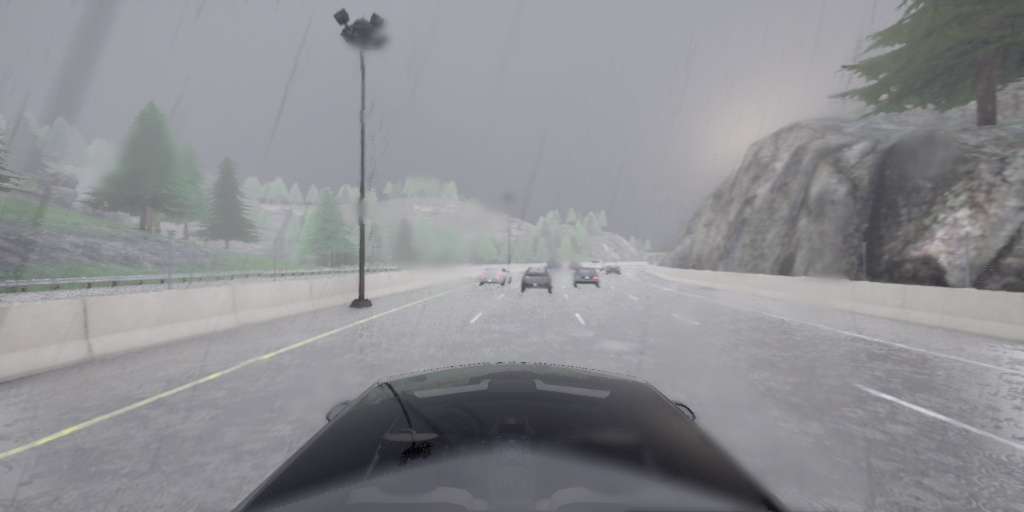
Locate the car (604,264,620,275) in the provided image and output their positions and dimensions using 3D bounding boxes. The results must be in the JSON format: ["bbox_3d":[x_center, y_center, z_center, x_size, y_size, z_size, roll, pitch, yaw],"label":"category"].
[{"bbox_3d":[14.070,1.879,49.847,1.895,1.301,4.718,0,-1,16],"label":"car"}]

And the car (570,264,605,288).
[{"bbox_3d":[5.591,1.571,27.173,2.033,1.411,5.357,0,-1,10],"label":"car"}]

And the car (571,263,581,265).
[{"bbox_3d":[11.543,1.914,63.886,1.837,1.490,4.892,0,-1,20],"label":"car"}]

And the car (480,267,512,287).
[{"bbox_3d":[-1.216,1.533,27.593,1.812,1.442,4.674,0,-1,9],"label":"car"}]

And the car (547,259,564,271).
[{"bbox_3d":[7.853,1.624,64.383,2.150,2.045,5.566,0,-1,21],"label":"car"}]

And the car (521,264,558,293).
[{"bbox_3d":[1.685,1.458,22.794,2.128,1.511,4.902,0,-1,8],"label":"car"}]
